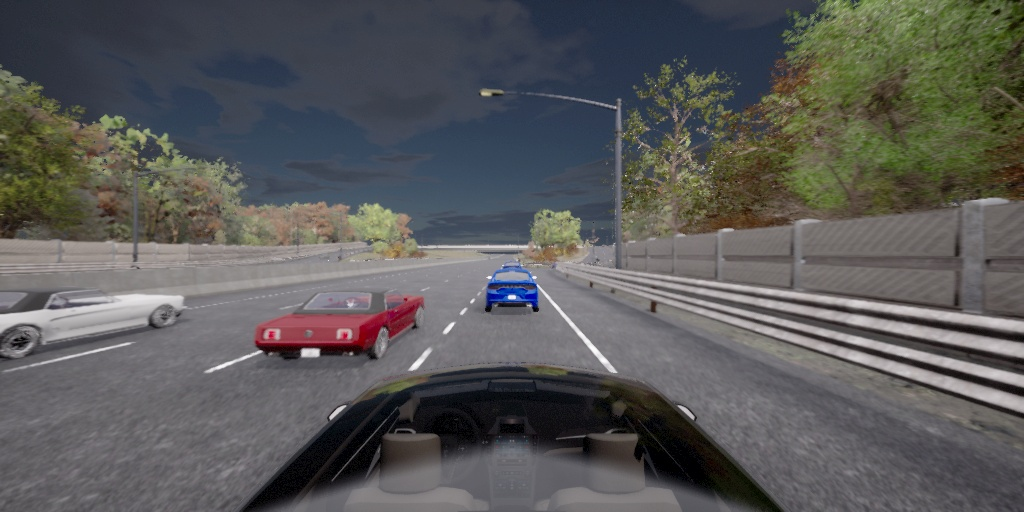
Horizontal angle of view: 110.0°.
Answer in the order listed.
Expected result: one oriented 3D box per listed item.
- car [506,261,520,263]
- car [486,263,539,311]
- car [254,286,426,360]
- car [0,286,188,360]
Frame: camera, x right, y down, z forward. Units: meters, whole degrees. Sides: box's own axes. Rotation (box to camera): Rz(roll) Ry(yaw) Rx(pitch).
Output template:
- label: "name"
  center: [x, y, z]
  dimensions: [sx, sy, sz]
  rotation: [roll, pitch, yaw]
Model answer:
- label: "car"
  center: [0.097, 1.243, 34.641]
  dimensions: [1.882, 1.535, 5.008]
  rotation: [0, 0, 2]
- label: "car"
  center: [0.004, 1.233, 14.501]
  dimensions: [1.882, 1.535, 5.008]
  rotation: [0, 0, 0]
- label: "car"
  center: [-3.400, 1.352, 8.281]
  dimensions: [1.895, 1.301, 4.718]
  rotation: [0, 0, 0]
- label: "car"
  center: [-10.399, 1.352, 8.295]
  dimensions: [1.895, 1.301, 4.718]
  rotation: [0, 0, 0]
